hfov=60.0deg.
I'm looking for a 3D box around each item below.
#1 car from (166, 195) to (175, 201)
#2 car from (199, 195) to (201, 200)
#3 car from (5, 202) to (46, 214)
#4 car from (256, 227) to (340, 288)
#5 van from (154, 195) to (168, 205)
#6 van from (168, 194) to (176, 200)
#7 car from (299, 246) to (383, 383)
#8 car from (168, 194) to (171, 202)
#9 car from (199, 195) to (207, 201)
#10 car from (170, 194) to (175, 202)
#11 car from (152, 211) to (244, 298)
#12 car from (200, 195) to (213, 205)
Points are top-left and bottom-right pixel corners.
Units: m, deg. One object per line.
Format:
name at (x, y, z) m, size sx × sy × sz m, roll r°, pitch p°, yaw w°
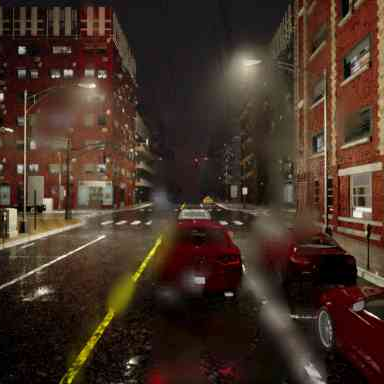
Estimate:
car at (-5.529, 1.582, 86.492) m, size 2.008 × 1.369 × 4.403 m, roll 1°, pitch 0°, yaw 0°
car at (2.841, 1.572, 80.787) m, size 1.887 × 1.381 × 4.507 m, roll 1°, pitch 0°, yaw 0°
car at (-18.646, 1.730, 37.343) m, size 4.313 × 1.339 × 1.947 m, roll 0°, pitch -1°, yaw 0°
car at (2.853, 1.584, 8.924) m, size 1.802 × 1.307 × 4.206 m, roll 1°, pitch 0°, yaw 0°
van at (-5.575, 1.359, 58.231) m, size 1.690 × 1.788 × 3.998 m, roll 1°, pitch 0°, yaw 0°
van at (-5.516, 1.375, 92.145) m, size 1.690 × 1.788 × 3.998 m, roll 1°, pitch 0°, yaw 0°
car at (2.673, 1.583, 3.268) m, size 1.802 × 1.307 × 4.206 m, roll 1°, pitch 0°, yaw 0°
car at (-5.569, 1.602, 63.883) m, size 1.802 × 1.307 × 4.206 m, roll 1°, pitch 0°, yaw 0°
car at (2.851, 1.597, 86.439) m, size 1.947 × 1.339 × 4.313 m, roll 1°, pitch 0°, yaw 0°
car at (-5.549, 1.607, 75.187) m, size 1.802 × 1.307 × 4.206 m, roll 1°, pitch 0°, yaw 0°
car at (0.113, 1.480, 8.606) m, size 1.882 × 1.535 × 5.008 m, roll 0°, pitch 0°, yaw 0°
car at (2.802, 1.543, 58.347) m, size 1.752 × 1.417 × 4.829 m, roll 1°, pitch 0°, yaw 0°
